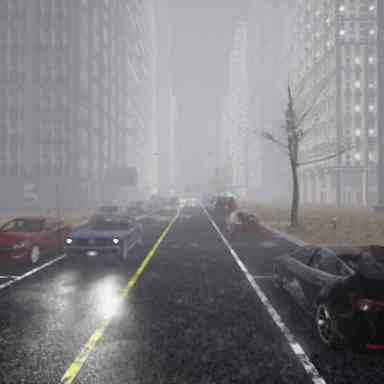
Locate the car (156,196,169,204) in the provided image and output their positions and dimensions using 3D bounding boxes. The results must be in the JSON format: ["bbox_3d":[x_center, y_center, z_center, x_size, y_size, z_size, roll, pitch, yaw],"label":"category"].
[{"bbox_3d":[-5.584,1.517,62.972,1.947,1.339,4.313,1,0,0],"label":"car"}]

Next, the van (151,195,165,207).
[{"bbox_3d":[-5.600,1.299,51.593,1.690,1.788,3.998,1,0,0],"label":"van"}]

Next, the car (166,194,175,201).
[{"bbox_3d":[-5.546,1.378,85.728,1.967,1.590,4.097,1,0,0],"label":"car"}]

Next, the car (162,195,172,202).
[{"bbox_3d":[-5.565,1.495,74.350,2.008,1.369,4.403,1,0,0],"label":"car"}]

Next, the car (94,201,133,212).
[{"bbox_3d":[-5.648,1.545,23.147,1.947,1.339,4.313,1,0,0],"label":"car"}]

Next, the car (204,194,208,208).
[{"bbox_3d":[2.754,1.290,34.492,2.192,1.841,5.009,0,0,0],"label":"car"}]

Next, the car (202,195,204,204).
[{"bbox_3d":[2.770,1.492,46.040,1.752,1.417,4.829,0,0,0],"label":"car"}]

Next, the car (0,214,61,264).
[{"bbox_3d":[-5.675,1.533,11.771,1.887,1.381,4.507,1,0,0],"label":"car"}]

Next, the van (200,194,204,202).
[{"bbox_3d":[2.790,1.300,57.249,1.690,1.788,3.998,0,0,0],"label":"van"}]

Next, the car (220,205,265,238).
[{"bbox_3d":[2.724,1.570,17.426,1.802,1.307,4.206,1,0,0],"label":"car"}]

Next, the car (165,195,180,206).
[{"bbox_3d":[-2.979,1.436,53.370,1.882,1.535,5.008,0,0,0],"label":"car"}]

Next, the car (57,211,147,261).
[{"bbox_3d":[-3.070,1.590,12.436,1.895,1.301,4.718,0,0,0],"label":"car"}]

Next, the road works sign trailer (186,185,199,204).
[{"bbox_3d":[0.127,0.417,63.904,2.380,3.560,2.880,0,0,0],"label":"road works sign trailer"}]

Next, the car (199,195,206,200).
[{"bbox_3d":[2.842,1.490,91.382,2.008,1.369,4.403,0,0,0],"label":"car"}]

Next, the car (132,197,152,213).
[{"bbox_3d":[-5.629,1.537,34.526,1.947,1.339,4.313,1,0,0],"label":"car"}]

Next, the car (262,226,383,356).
[{"bbox_3d":[2.772,1.563,6.049,1.947,1.339,4.313,1,0,0],"label":"car"}]

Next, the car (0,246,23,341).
[{"bbox_3d":[-3.097,1.475,1.679,1.882,1.535,5.008,0,0,0],"label":"car"}]

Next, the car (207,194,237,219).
[{"bbox_3d":[2.744,1.294,28.804,2.192,1.841,5.009,0,0,0],"label":"car"}]
